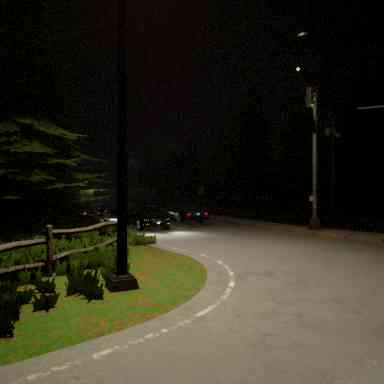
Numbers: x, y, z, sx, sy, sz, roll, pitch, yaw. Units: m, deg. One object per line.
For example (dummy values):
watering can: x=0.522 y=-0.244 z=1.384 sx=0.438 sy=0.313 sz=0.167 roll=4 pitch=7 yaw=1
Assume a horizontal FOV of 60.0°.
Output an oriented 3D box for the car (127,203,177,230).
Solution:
car: x=-2.893 y=1.478 z=20.716 sx=1.837 sy=1.490 sz=4.892 roll=0 pitch=0 yaw=-25

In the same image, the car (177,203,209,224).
car: x=-0.617 y=1.520 z=24.475 sx=2.033 sy=1.411 sz=5.357 roll=0 pitch=0 yaw=-24

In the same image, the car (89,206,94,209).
car: x=-11.219 y=1.499 z=39.095 sx=1.812 sy=1.442 sz=4.674 roll=0 pitch=0 yaw=-24

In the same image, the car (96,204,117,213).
car: x=-7.045 y=1.537 z=29.761 sx=1.994 sy=1.385 sz=4.181 roll=0 pitch=0 yaw=-24
